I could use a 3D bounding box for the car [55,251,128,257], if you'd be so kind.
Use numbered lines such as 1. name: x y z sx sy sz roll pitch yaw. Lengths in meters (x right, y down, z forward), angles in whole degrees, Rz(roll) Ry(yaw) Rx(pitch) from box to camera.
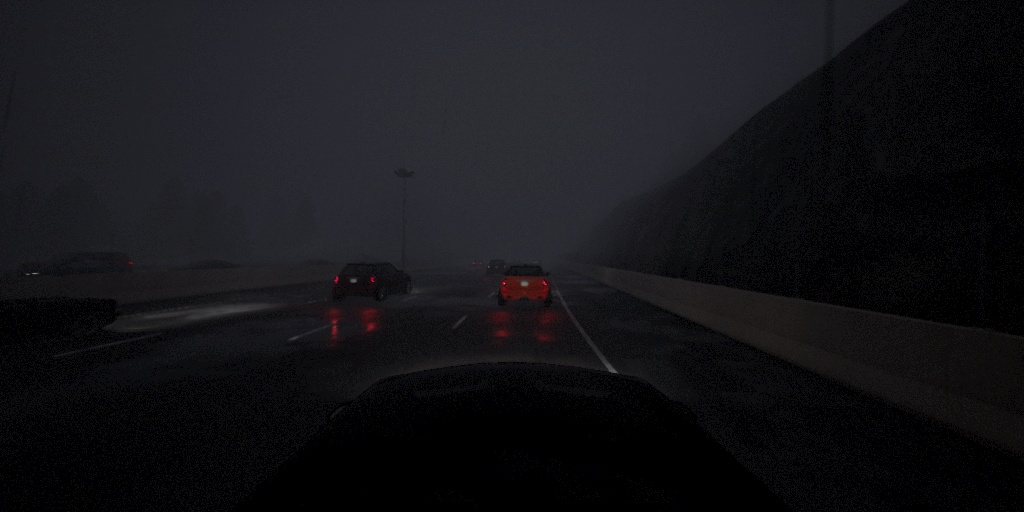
1. car: -30.422 0.681 25.301 2.150 2.045 5.566 1 0 5

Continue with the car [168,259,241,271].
1. car: -23.248 1.003 27.320 1.882 1.535 5.008 1 0 5

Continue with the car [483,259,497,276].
1. car: -1.286 1.089 36.277 2.097 1.767 4.553 1 0 5

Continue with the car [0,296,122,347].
1. car: -10.675 1.248 6.716 1.895 1.301 4.718 1 0 2

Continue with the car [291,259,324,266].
1. car: -19.153 1.043 34.486 1.882 1.535 5.008 1 0 5

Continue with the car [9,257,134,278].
1. car: -27.172 0.980 22.154 2.128 1.511 4.902 1 0 5

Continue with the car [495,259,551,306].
1. car: 0.641 1.108 16.140 2.097 1.767 4.553 1 0 4

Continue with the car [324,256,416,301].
1. car: -6.373 1.042 16.910 2.097 1.767 4.553 1 0 4

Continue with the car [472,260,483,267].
1. car: -5.956 1.292 65.099 1.895 1.301 4.718 1 0 4
